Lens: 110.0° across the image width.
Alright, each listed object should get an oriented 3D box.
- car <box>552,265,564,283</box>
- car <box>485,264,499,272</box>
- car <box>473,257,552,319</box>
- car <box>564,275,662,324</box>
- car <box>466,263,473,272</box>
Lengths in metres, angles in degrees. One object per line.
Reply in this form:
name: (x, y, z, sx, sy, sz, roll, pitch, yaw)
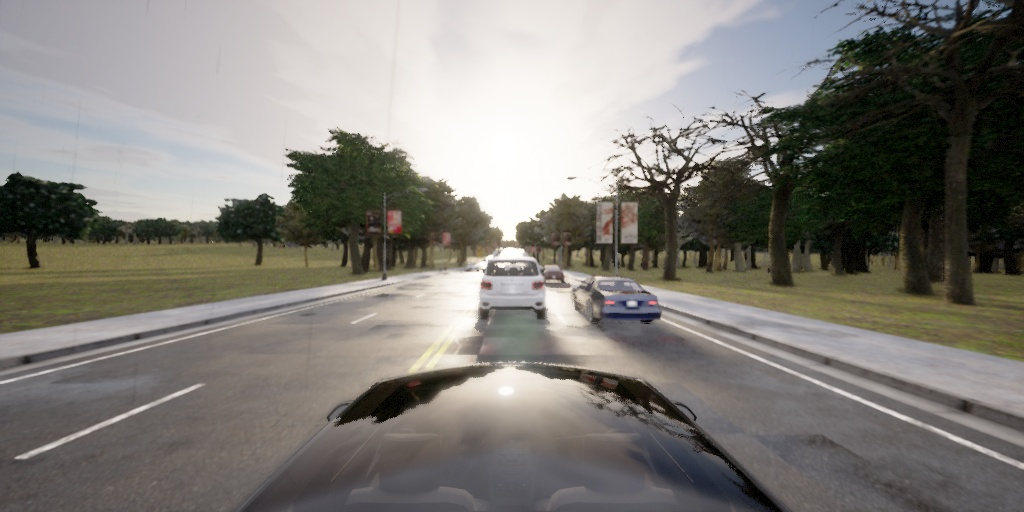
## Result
car: (3.315, 1.496, 30.230, 1.812, 1.442, 4.674, 0, 0, 1)
car: (-3.282, 1.940, 59.628, 1.895, 1.301, 4.718, 0, -1, 1)
car: (0.042, 1.046, 13.281, 2.150, 2.045, 5.566, 0, 0, 1)
car: (3.282, 1.363, 12.266, 2.033, 1.411, 5.357, 0, 0, 1)
car: (-6.534, 1.865, 59.632, 1.812, 1.442, 4.674, 0, -1, 0)
